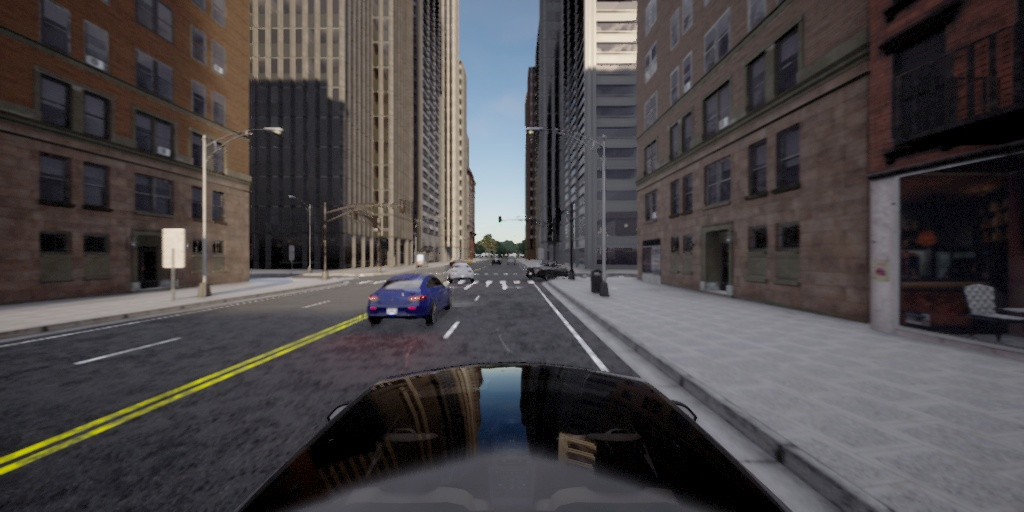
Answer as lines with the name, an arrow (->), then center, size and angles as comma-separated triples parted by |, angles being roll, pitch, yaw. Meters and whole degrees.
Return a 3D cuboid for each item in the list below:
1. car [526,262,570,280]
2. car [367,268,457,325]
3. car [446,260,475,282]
car -> 3.220, 1.265, 30.609 | 4.674, 1.442, 1.812 | 0, -1, -42
car -> -3.162, 1.280, 11.739 | 1.812, 1.442, 4.674 | 0, 0, 0
car -> -4.186, 1.274, 28.458 | 1.812, 1.442, 4.674 | 0, 0, -15
